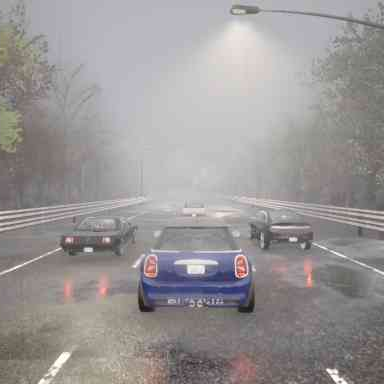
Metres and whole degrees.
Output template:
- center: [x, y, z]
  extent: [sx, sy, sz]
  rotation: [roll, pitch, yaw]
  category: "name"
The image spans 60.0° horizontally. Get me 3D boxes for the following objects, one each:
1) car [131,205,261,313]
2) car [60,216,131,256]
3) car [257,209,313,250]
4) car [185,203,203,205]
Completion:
- center: [0.113, 1.350, 7.837]
  extent: [2.097, 1.767, 4.553]
  rotation: [0, 0, 1]
  category: "car"
- center: [-3.369, 1.596, 13.072]
  extent: [1.895, 1.301, 4.718]
  rotation: [0, 0, 0]
  category: "car"
- center: [3.634, 1.486, 14.325]
  extent: [2.128, 1.511, 4.902]
  rotation: [0, 0, 0]
  category: "car"
- center: [0.171, 1.581, 29.111]
  extent: [1.895, 1.301, 4.718]
  rotation: [0, 0, 0]
  category: "car"
